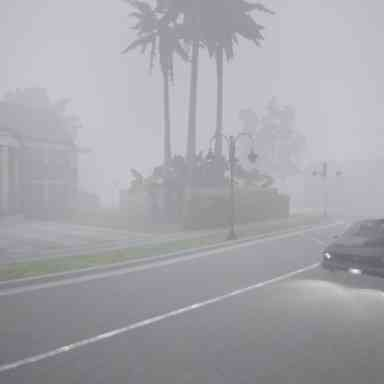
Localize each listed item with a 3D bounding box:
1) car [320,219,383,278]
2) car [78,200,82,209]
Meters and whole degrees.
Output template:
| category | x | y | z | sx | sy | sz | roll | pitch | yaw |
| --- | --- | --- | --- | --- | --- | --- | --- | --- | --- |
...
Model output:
| category | x | y | z | sx | sy | sz | roll | pitch | yaw |
| --- | --- | --- | --- | --- | --- | --- | --- | --- | --- |
| car | 5.713 | 1.552 | 10.134 | 2.033 | 1.411 | 5.357 | 0 | 0 | 41 |
| car | -15.975 | 1.281 | 40.990 | 1.932 | 1.855 | 4.605 | 0 | 0 | 41 |
